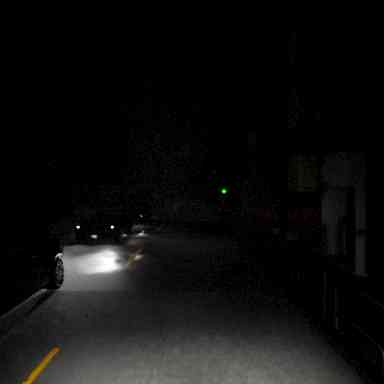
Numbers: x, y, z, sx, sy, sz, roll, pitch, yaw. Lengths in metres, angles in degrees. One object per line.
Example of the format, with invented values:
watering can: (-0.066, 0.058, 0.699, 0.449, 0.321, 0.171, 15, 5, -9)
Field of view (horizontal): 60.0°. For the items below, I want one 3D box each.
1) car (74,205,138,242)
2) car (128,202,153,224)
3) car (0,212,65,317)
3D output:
car: (-4.072, 1.545, 16.149, 1.895, 1.301, 4.718, 0, 0, 0)
car: (-3.994, 1.466, 24.485, 2.033, 1.411, 5.357, 0, 0, 0)
car: (-4.094, 1.330, 6.048, 2.097, 1.767, 4.553, 0, 0, 0)
